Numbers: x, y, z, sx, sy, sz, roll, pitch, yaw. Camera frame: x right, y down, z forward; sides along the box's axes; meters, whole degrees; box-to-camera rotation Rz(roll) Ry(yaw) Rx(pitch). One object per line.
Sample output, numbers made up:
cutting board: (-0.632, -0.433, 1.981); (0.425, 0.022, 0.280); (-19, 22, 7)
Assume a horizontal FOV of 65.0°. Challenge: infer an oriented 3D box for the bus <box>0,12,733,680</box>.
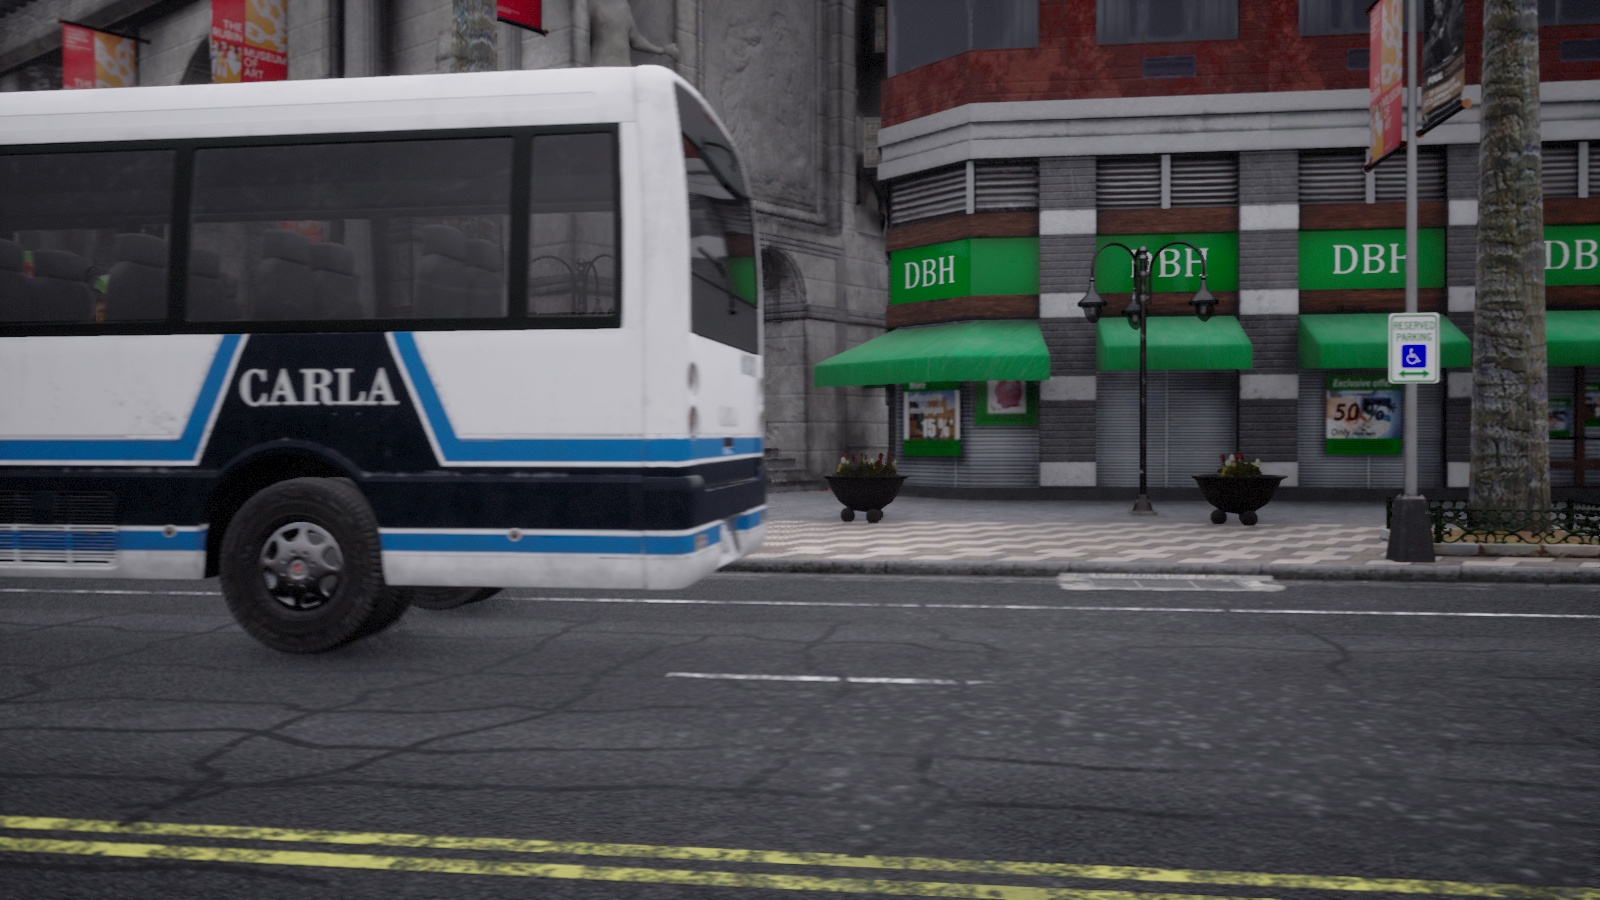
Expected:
bus: (-6.020, -0.723, 10.707); (10.273, 4.253, 3.944); (0, 1, 8)
